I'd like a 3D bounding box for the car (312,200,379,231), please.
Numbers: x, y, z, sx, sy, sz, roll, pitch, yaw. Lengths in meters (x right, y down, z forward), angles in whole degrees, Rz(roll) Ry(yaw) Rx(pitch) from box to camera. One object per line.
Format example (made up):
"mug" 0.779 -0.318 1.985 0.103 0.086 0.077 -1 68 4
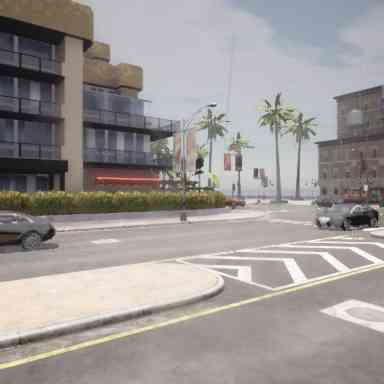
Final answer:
"car" 9.597 1.491 20.533 4.902 1.511 2.128 0 0 -34

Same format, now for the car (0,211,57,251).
"car" -7.751 1.491 12.589 4.902 1.511 2.128 0 0 -35

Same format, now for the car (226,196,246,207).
"car" 6.106 1.478 51.220 1.882 1.535 5.008 0 0 -35

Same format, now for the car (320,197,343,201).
"car" 18.799 1.505 45.600 1.837 1.490 4.892 0 0 -35

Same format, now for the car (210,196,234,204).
"car" 5.715 1.505 64.341 1.837 1.490 4.892 0 0 -35
